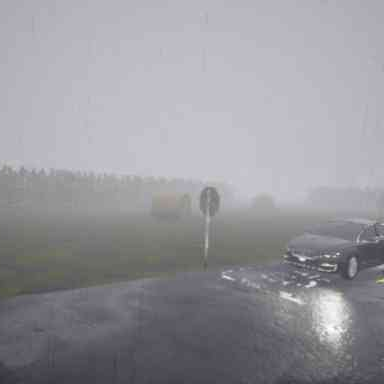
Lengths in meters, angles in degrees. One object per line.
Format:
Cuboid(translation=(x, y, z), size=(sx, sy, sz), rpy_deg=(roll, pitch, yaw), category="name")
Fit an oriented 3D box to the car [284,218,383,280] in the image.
Cuboid(translation=(4.900, 1.624, 10.450), size=(4.892, 1.490, 1.837), rpy_deg=(2, 1, -38), category="car")
